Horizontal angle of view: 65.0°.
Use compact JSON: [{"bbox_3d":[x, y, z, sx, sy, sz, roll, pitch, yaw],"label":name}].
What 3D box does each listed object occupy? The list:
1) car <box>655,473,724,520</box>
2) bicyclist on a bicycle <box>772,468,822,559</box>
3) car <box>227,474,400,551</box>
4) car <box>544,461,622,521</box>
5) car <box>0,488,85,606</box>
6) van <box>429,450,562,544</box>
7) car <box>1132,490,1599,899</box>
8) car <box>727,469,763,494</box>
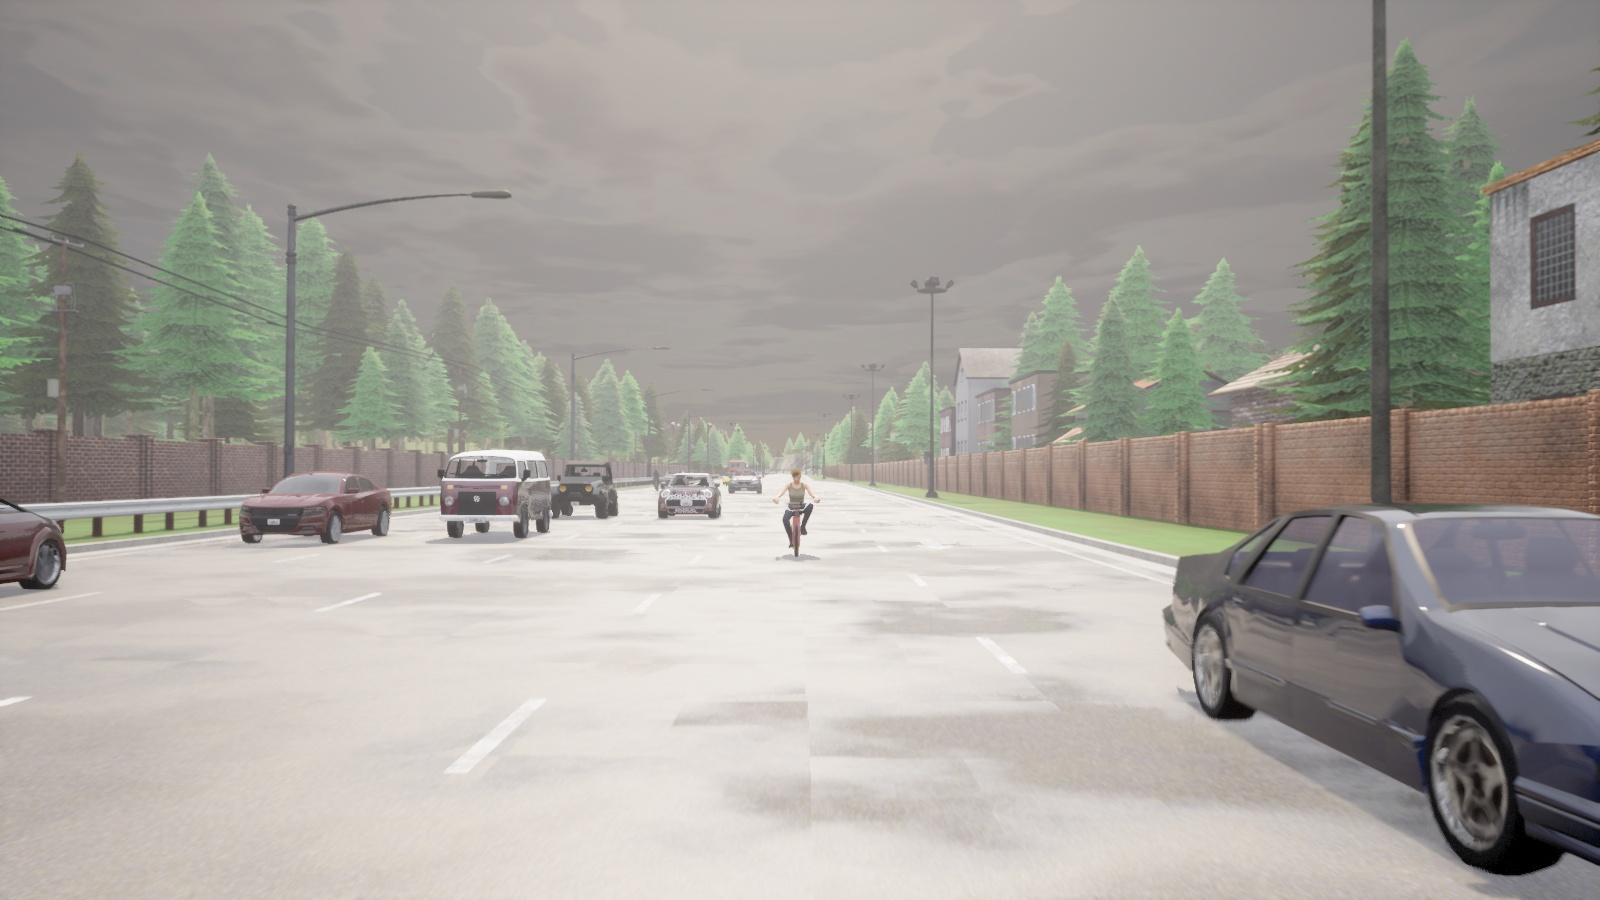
[{"bbox_3d":[-3.603,1.491,41.636,1.970,1.475,3.806,0,-1,0],"label":"car"},{"bbox_3d":[-0.053,1.136,22.992,0.866,1.612,1.509,0,-1,0],"label":"bicyclist on a bicycle"},{"bbox_3d":[-10.569,1.299,27.711,1.882,1.535,5.008,0,-1,0],"label":"car"},{"bbox_3d":[-7.103,1.333,41.444,1.905,1.878,3.866,0,-1,0],"label":"car"},{"bbox_3d":[-10.536,1.166,14.663,1.994,1.385,4.181,0,-1,0],"label":"car"},{"bbox_3d":[-7.075,1.063,29.655,2.069,2.038,4.480,0,-1,0],"label":"van"},{"bbox_3d":[3.516,0.958,6.569,2.033,1.411,5.357,0,-1,-1],"label":"car"},{"bbox_3d":[-3.713,2.113,85.950,2.242,1.667,4.611,0,-1,0],"label":"car"}]
